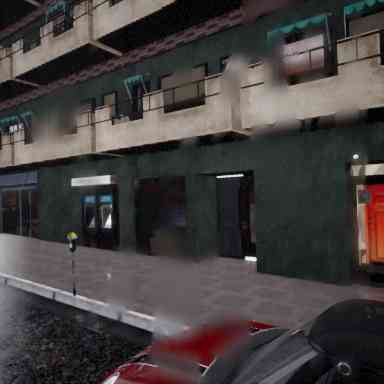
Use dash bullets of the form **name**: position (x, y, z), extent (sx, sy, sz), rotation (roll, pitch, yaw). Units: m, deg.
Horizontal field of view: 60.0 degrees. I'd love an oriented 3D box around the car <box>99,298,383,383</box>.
- **car**: position (1.116, 1.441, 1.959), extent (4.097, 1.590, 1.967), rotation (0, -2, 36)
